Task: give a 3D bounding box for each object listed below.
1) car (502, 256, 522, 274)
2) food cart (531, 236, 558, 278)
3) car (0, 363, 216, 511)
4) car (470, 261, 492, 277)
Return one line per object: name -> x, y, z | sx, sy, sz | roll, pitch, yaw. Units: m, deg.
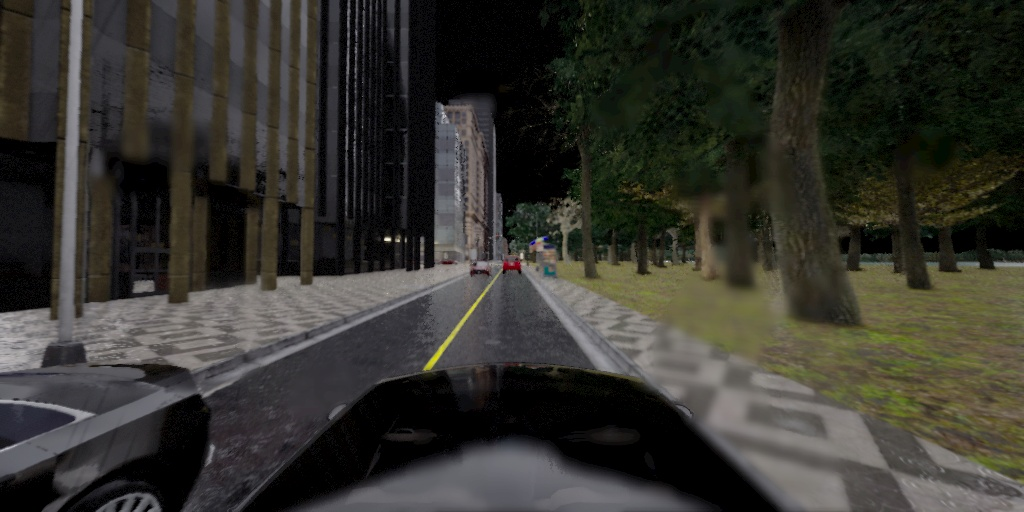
car -> 0.009, 1.022, 42.579 | 2.150, 2.045, 5.566 | 0, 0, 0
food cart -> 3.124, 0.239, 31.454 | 2.280, 3.560, 4.660 | 0, 0, 0
car -> -3.100, 1.241, 0.557 | 2.128, 1.511, 4.902 | 0, 0, 0
car -> -3.109, 1.260, 36.143 | 1.882, 1.535, 5.008 | 0, 0, 0
